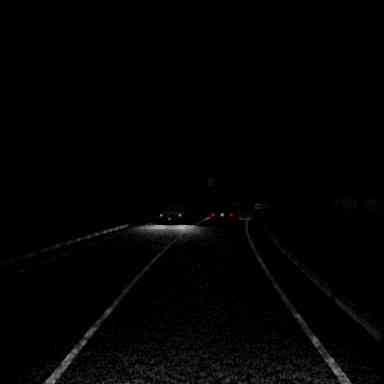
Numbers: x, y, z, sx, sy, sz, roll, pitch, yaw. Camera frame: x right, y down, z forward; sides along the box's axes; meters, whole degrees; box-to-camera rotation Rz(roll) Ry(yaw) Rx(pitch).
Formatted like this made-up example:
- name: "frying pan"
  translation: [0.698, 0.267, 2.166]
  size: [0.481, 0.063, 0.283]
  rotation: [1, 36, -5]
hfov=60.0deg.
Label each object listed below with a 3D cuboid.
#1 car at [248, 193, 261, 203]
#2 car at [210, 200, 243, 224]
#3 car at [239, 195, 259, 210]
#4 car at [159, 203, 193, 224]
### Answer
- name: "car"
  translation: [11.793, 1.238, 64.607]
  size: [2.150, 2.045, 5.566]
  rotation: [-2, -1, 25]
- name: "car"
  translation: [2.452, 1.564, 24.588]
  size: [2.033, 1.411, 5.357]
  rotation: [-1, 0, 10]
- name: "car"
  translation: [6.817, 1.478, 42.129]
  size: [2.128, 1.511, 4.902]
  rotation: [-2, 0, 17]
- name: "car"
  translation: [-1.134, 1.599, 25.384]
  size: [1.812, 1.442, 4.674]
  rotation: [-1, 0, 11]
